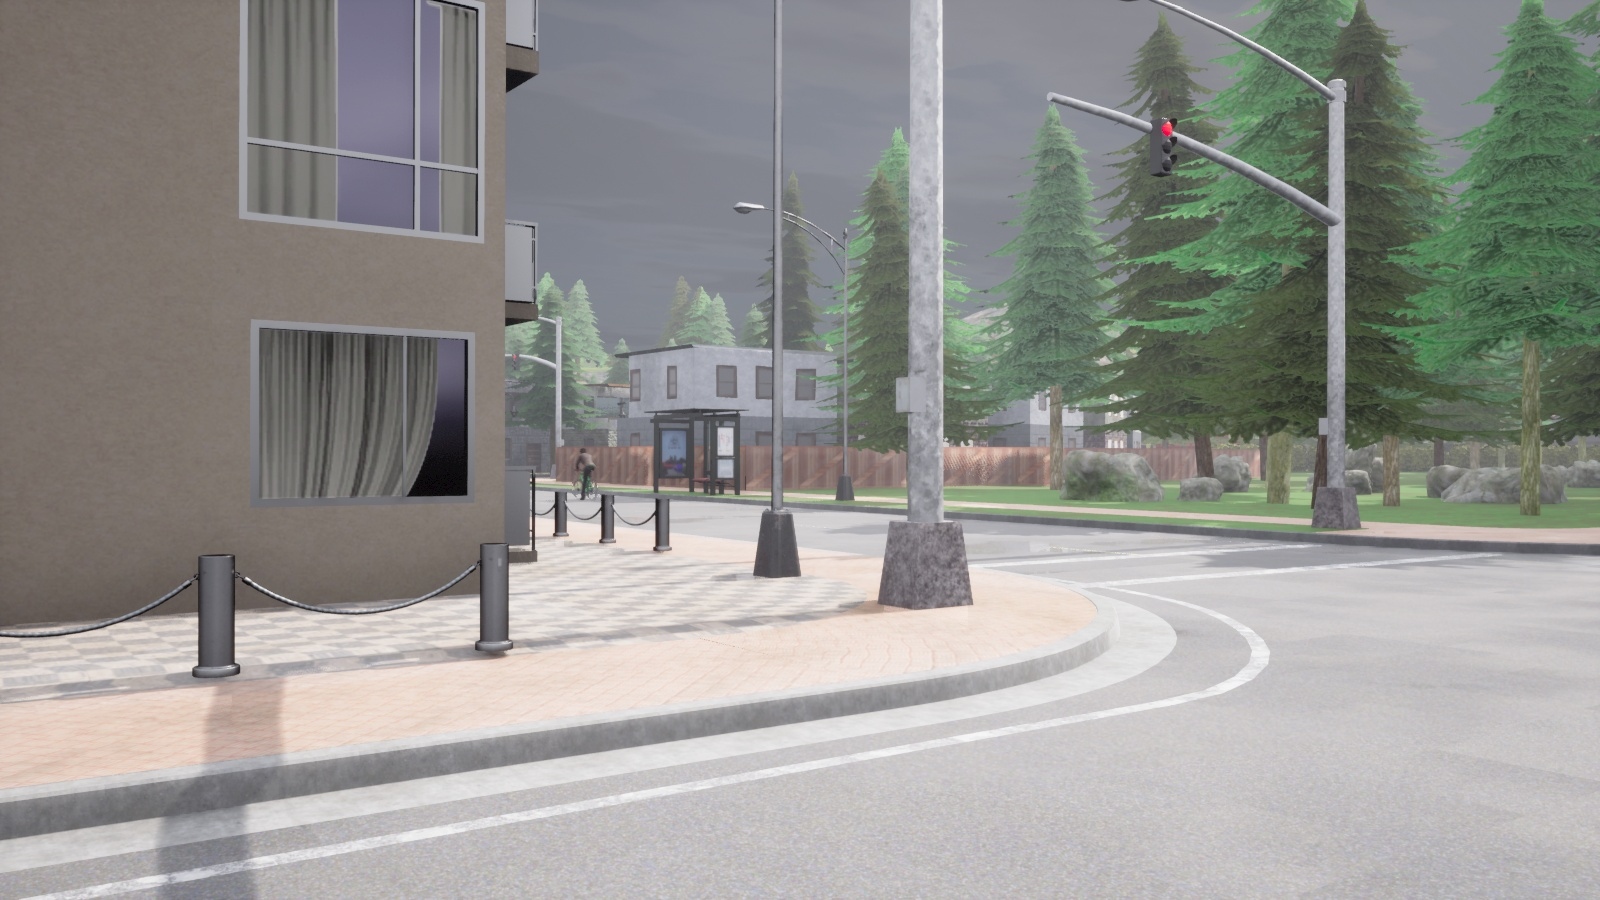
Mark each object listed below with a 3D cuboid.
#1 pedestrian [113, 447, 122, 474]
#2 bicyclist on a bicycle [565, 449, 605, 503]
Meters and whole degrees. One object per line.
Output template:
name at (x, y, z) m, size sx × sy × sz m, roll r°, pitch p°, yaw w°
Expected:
pedestrian at (-46.218, 0.696, 84.988) m, size 0.431 × 1.840 × 0.703 m, roll 0°, pitch 0°, yaw -37°
bicyclist on a bicycle at (-6.597, 0.791, 38.493) m, size 0.582 × 1.620 × 1.656 m, roll 0°, pitch -1°, yaw -34°
